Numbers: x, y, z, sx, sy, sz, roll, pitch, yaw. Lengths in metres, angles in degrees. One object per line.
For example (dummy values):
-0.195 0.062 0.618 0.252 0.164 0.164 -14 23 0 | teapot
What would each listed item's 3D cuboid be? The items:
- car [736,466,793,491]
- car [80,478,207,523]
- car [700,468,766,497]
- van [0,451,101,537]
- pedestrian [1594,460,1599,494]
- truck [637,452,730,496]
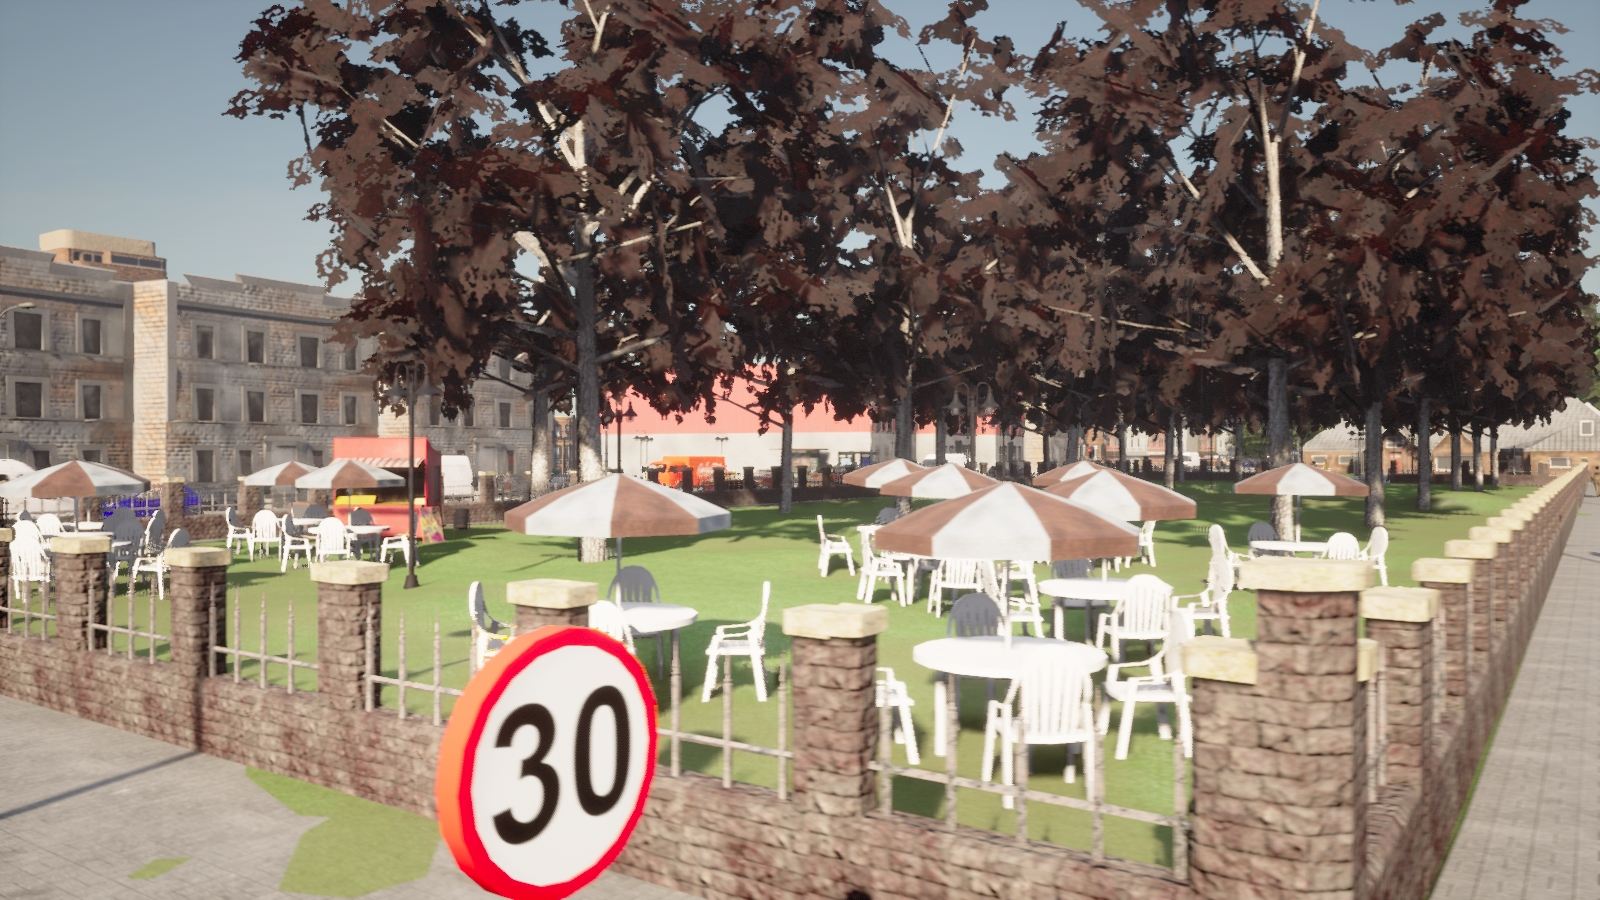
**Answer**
-2.281 1.808 73.530 1.789 1.549 3.705 0 0 35 | car
-24.181 1.820 42.193 1.845 1.501 3.633 0 0 35 | car
-3.758 1.807 64.438 1.789 1.549 3.705 0 0 35 | car
-24.815 1.316 34.583 1.988 2.561 5.915 0 0 35 | van
45.033 1.525 64.496 0.375 1.860 0.375 0 0 35 | pedestrian
-6.786 1.349 67.093 2.627 2.467 5.204 0 0 35 | truck
